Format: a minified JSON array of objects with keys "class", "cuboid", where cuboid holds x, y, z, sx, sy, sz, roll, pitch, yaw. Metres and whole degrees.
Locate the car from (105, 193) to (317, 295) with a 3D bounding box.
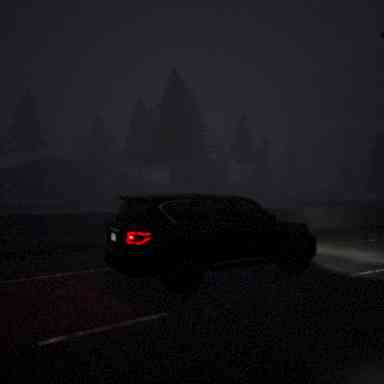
[{"class":"car","cuboid":[0.655,1.051,8.410,5.566,2.045,2.150,0,1,-31]}]
